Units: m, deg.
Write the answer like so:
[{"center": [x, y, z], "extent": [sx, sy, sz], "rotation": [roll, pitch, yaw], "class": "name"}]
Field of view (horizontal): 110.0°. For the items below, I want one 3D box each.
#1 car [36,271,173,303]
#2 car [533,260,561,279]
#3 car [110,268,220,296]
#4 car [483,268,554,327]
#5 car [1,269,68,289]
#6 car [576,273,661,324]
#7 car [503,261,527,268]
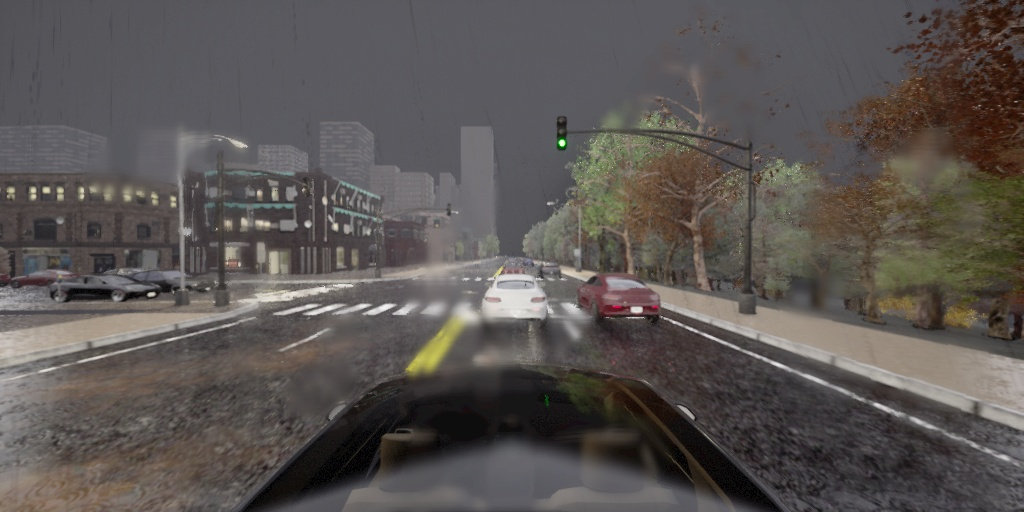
[{"center": [-19.948, 1.555, 17.692], "extent": [4.313, 1.339, 1.948], "rotation": [0, 0, 0], "class": "car"}, {"center": [3.348, 1.218, 32.737], "extent": [2.128, 1.511, 4.902], "rotation": [0, 0, 0], "class": "car"}, {"center": [-19.880, 1.507, 20.398], "extent": [5.357, 1.411, 2.033], "rotation": [-1, 1, 1], "class": "car"}, {"center": [0.102, 1.269, 11.391], "extent": [1.812, 1.442, 4.674], "rotation": [0, 0, 0], "class": "car"}, {"center": [-33.817, 1.639, 26.211], "extent": [4.207, 1.307, 1.802], "rotation": [0, 0, 0], "class": "car"}, {"center": [3.342, 1.269, 11.890], "extent": [1.812, 1.442, 4.674], "rotation": [0, 0, 0], "class": "car"}, {"center": [0.099, 1.328, 31.835], "extent": [1.895, 1.301, 4.718], "rotation": [0, 0, 0], "class": "car"}]
